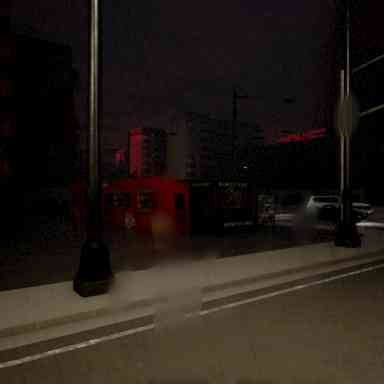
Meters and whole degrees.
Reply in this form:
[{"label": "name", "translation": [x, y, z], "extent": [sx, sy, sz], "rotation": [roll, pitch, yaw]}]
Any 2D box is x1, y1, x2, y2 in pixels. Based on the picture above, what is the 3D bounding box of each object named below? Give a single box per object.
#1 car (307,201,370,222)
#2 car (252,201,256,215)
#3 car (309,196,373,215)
[{"label": "car", "translation": [11.197, 1.657, 26.147], "extent": [1.994, 1.385, 4.181], "rotation": [0, -1, -36]}, {"label": "car", "translation": [5.476, 1.683, 34.058], "extent": [1.882, 1.535, 5.008], "rotation": [0, -1, -36]}, {"label": "car", "translation": [12.997, 1.336, 29.638], "extent": [2.150, 2.045, 5.566], "rotation": [0, -1, -36]}]
